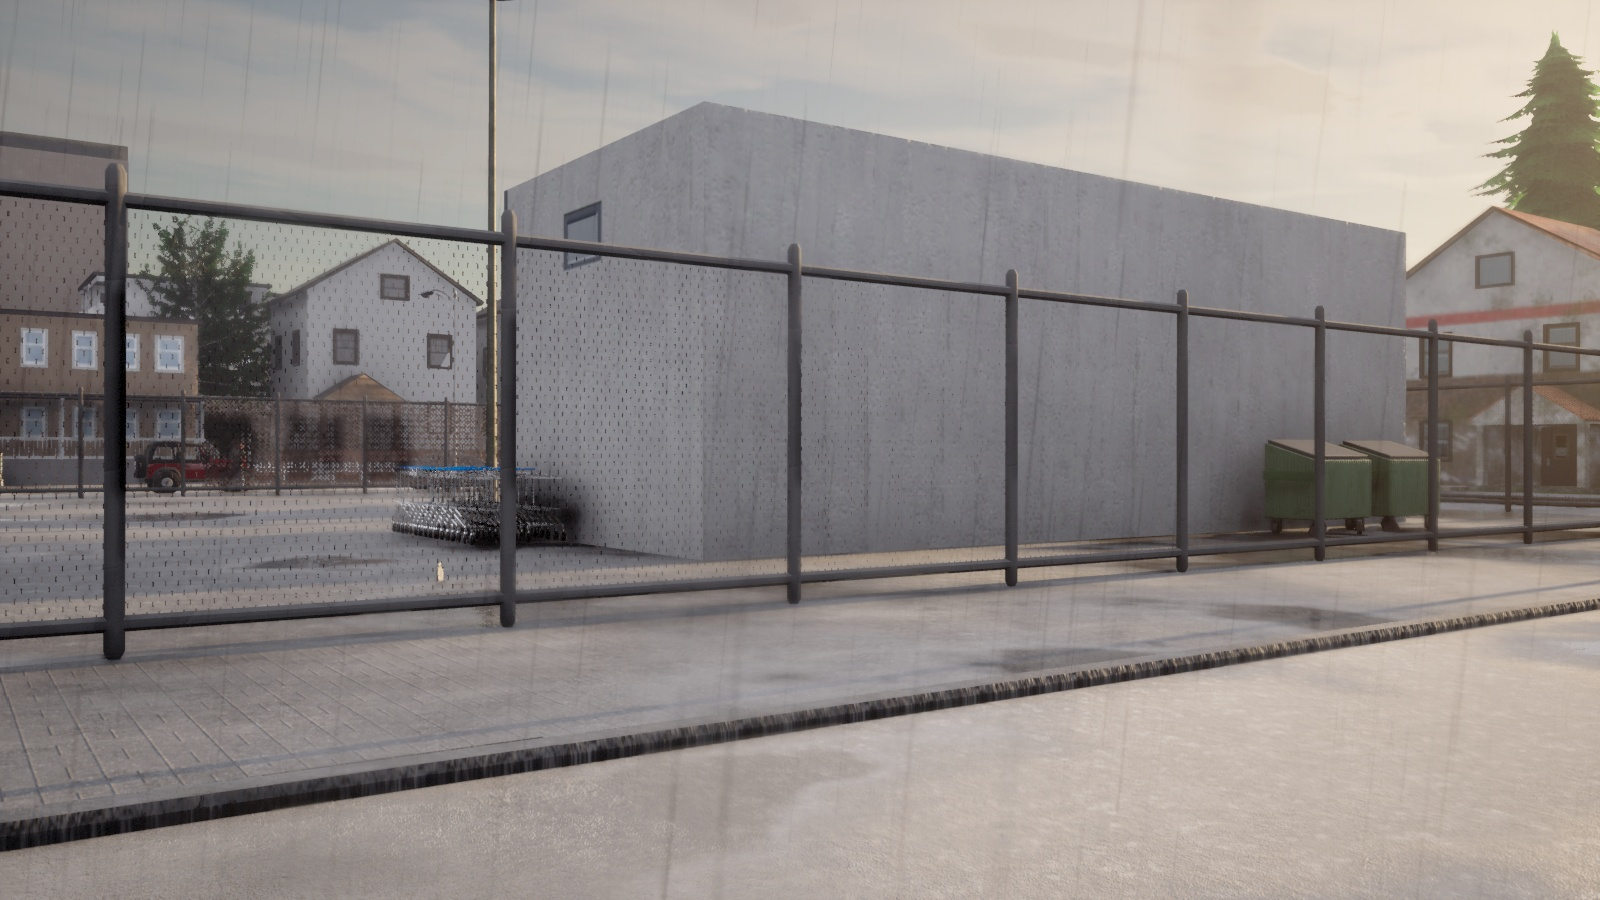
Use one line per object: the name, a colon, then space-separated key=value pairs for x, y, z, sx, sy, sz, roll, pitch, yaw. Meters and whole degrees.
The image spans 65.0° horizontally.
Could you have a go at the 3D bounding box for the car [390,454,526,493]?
car: x=-13.605 y=0.901 z=50.073 sx=4.892 sy=1.490 sz=1.837 roll=0 pitch=0 yaw=-33

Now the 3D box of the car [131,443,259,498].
car: x=-21.459 y=0.695 z=44.568 sx=3.866 sy=1.878 sz=1.905 roll=0 pitch=0 yaw=-34

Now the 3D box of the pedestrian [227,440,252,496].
pedestrian: x=-18.642 y=0.596 z=41.770 sx=0.354 sy=1.836 sz=0.706 roll=0 pitch=0 yaw=27
